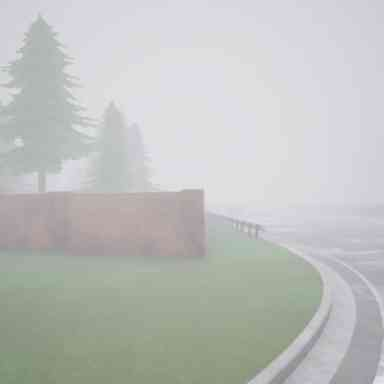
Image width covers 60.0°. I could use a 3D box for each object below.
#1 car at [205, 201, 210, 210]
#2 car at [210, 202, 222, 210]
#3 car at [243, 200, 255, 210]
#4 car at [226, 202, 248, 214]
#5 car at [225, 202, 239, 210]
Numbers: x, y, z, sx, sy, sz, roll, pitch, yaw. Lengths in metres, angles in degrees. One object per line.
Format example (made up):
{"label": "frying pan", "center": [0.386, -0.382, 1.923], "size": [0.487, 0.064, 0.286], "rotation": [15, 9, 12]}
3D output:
{"label": "car", "center": [1.975, 2.920, 71.871], "size": [2.150, 2.045, 5.566], "rotation": [0, -1, -5]}
{"label": "car", "center": [5.306, 3.261, 73.835], "size": [1.994, 1.385, 4.181], "rotation": [0, -1, -5]}
{"label": "car", "center": [12.364, 2.855, 73.519], "size": [2.150, 2.045, 5.566], "rotation": [0, -1, -5]}
{"label": "car", "center": [7.132, 2.783, 54.723], "size": [2.033, 1.411, 5.357], "rotation": [0, -1, -5]}
{"label": "car", "center": [8.815, 3.029, 73.887], "size": [2.097, 1.767, 4.553], "rotation": [0, -1, -5]}
